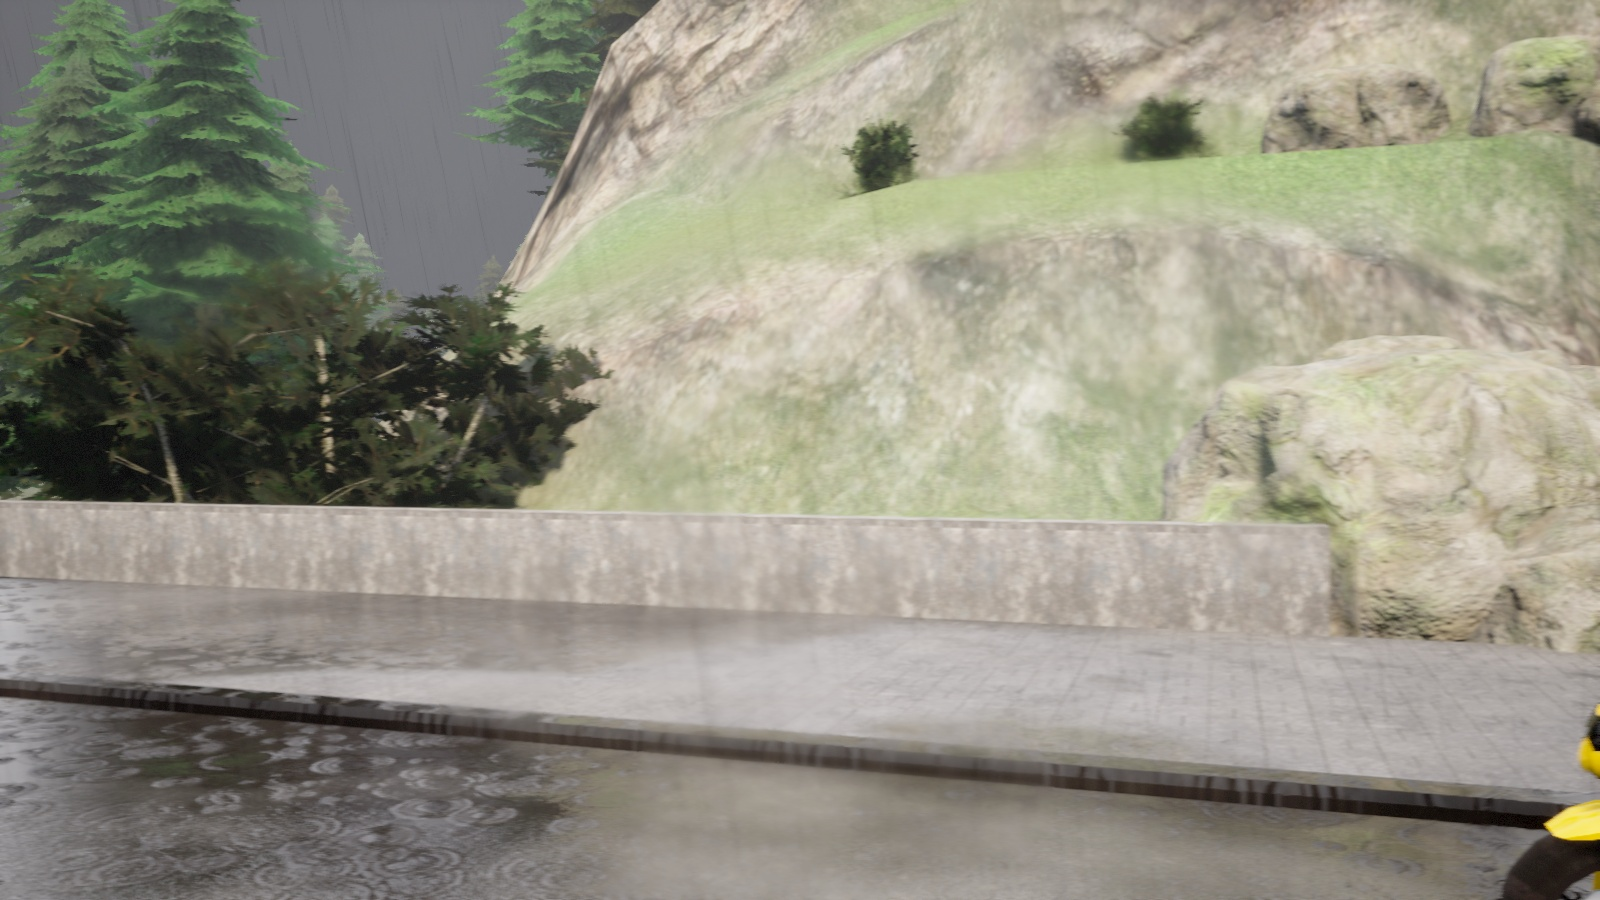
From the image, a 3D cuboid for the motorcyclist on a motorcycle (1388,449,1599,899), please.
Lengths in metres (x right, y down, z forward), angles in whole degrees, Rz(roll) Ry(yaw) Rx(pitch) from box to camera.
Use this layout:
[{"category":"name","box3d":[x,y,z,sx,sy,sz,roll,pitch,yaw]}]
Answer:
[{"category":"motorcyclist on a motorcycle","box3d":[2.523,0.772,2.872,2.044,1.523,0.797,0,1,19]}]
